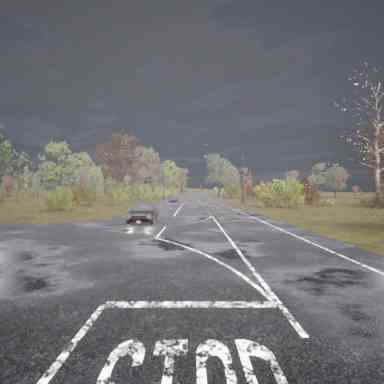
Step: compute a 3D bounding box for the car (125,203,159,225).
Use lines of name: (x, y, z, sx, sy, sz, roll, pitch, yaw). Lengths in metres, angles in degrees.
car: (-3.427, 1.538, 23.989, 2.033, 1.411, 5.357, 0, 0, 0)

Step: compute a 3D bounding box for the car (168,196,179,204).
car: (-3.433, 1.486, 62.683, 1.994, 1.385, 4.181, 0, 0, 0)
